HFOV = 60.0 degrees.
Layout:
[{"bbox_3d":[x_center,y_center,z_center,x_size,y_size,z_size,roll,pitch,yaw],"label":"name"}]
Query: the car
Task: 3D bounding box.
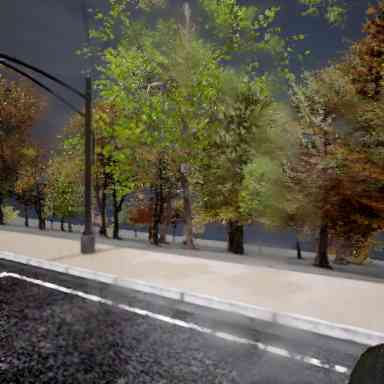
[{"bbox_3d":[2.914,1.565,1.607,4.181,1.385,1.994,0,0,35],"label":"car"}]
